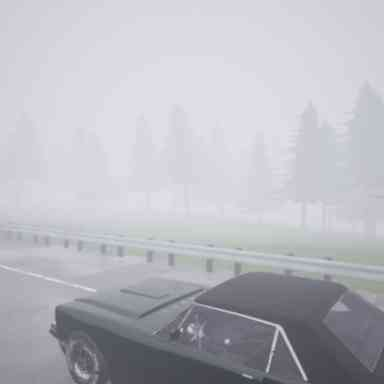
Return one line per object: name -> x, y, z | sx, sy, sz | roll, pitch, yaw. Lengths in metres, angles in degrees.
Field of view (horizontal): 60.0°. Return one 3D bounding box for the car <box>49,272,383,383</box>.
car -> 0.529, 1.605, 3.610 | 4.718, 1.301, 1.895 | 0, 0, 35
